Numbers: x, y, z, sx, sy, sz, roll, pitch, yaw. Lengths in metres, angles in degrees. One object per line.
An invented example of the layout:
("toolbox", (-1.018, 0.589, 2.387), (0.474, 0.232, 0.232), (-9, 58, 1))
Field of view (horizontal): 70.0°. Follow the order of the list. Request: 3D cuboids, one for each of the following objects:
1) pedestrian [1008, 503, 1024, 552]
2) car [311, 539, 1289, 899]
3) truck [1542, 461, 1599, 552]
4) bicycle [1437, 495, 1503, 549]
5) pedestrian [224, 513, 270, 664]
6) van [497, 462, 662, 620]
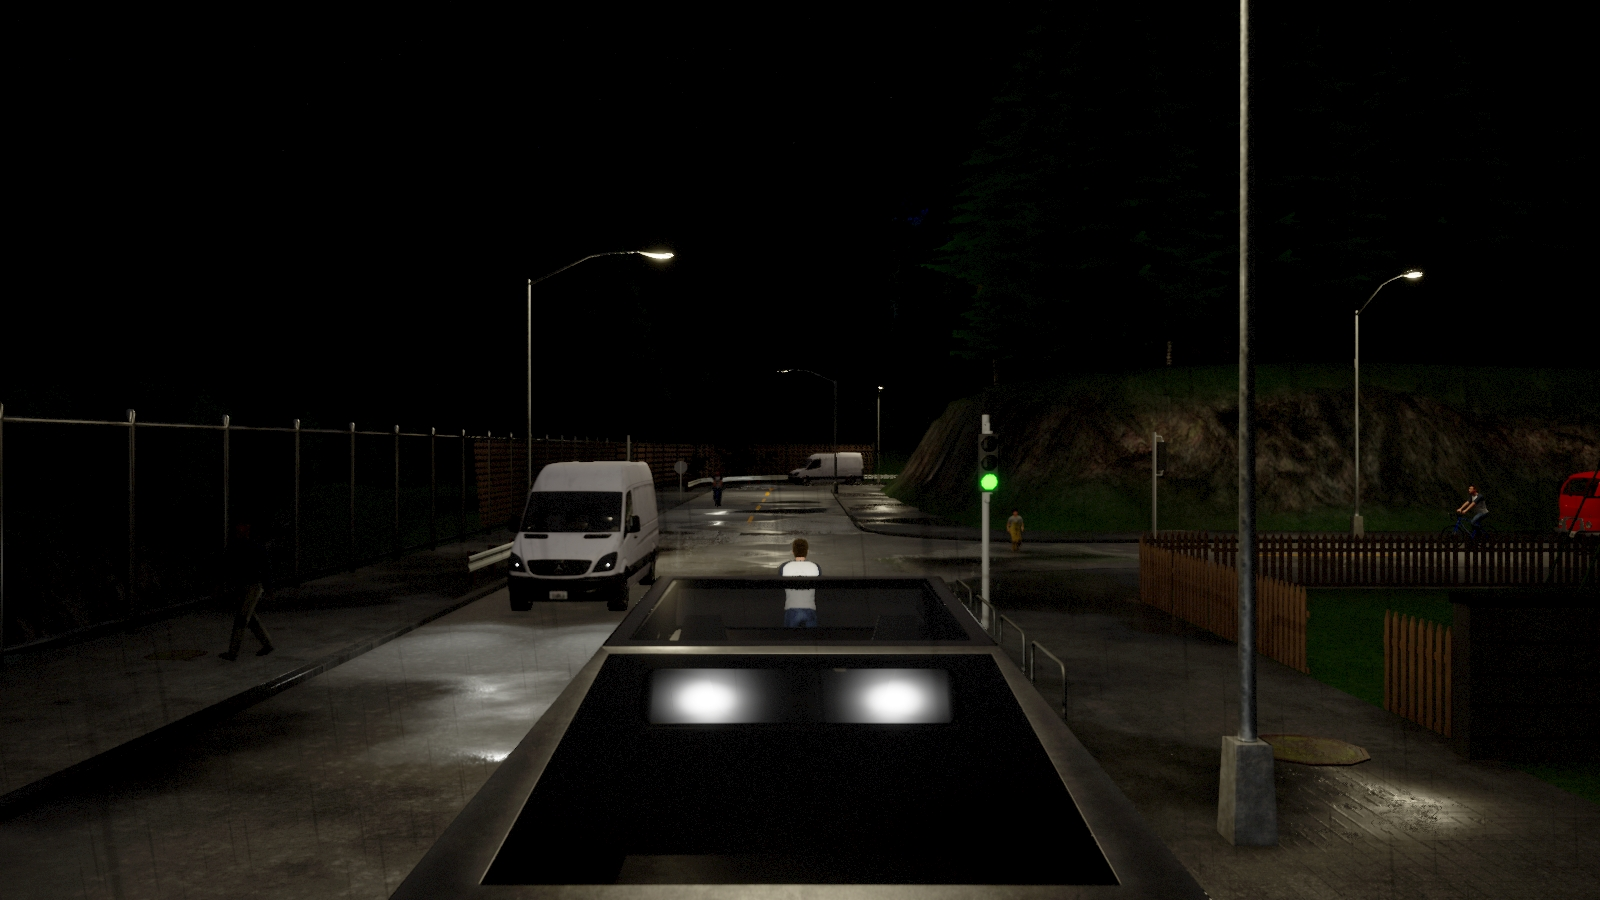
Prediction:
("pedestrian", (5.893, 2.116, 31.212), (0.375, 1.300, 0.375), (0, 0, 0))
("car", (0.002, 1.751, 5.927), (2.390, 2.098, 6.274), (0, 0, 0))
("truck", (24.435, 1.556, 32.287), (5.204, 2.467, 2.627), (0, 0, 0))
("bicycle", (18.925, 2.043, 32.290), (1.643, 1.496, 0.373), (0, 0, 0))
("pedestrian", (-7.014, 1.739, 14.497), (0.375, 1.860, 0.375), (0, 0, 17))
("van", (-3.991, 1.526, 21.788), (1.988, 2.561, 5.915), (0, 0, 0))
